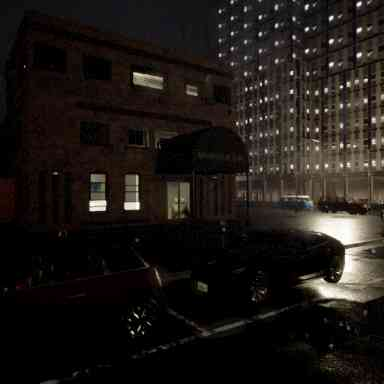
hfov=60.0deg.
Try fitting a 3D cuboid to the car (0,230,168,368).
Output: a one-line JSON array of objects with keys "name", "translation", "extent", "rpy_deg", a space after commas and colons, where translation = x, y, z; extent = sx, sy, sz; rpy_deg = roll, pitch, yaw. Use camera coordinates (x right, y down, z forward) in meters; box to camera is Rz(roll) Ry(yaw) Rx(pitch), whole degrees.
[{"name": "car", "translation": [-2.475, 1.440, 4.802], "extent": [4.097, 1.590, 1.967], "rpy_deg": [0, 0, -35]}]

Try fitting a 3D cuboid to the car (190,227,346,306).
[{"name": "car", "translation": [1.988, 1.565, 8.056], "extent": [4.313, 1.339, 1.947], "rpy_deg": [0, 0, -35]}]

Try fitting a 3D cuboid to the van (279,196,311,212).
[{"name": "van", "translation": [11.726, 1.324, 37.590], "extent": [1.690, 1.788, 3.998], "rpy_deg": [0, 0, -35]}]

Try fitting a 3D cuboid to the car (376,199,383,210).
[{"name": "car", "translation": [21.771, 1.497, 37.840], "extent": [2.008, 1.369, 4.403], "rpy_deg": [0, 0, -35]}]

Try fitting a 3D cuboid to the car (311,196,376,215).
[{"name": "car", "translation": [14.896, 1.306, 33.045], "extent": [2.192, 1.841, 5.009], "rpy_deg": [0, 0, -35]}]

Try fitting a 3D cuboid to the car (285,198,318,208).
[{"name": "car", "translation": [15.432, 1.512, 46.930], "extent": [1.802, 1.307, 4.206], "rpy_deg": [0, 0, -35]}]
